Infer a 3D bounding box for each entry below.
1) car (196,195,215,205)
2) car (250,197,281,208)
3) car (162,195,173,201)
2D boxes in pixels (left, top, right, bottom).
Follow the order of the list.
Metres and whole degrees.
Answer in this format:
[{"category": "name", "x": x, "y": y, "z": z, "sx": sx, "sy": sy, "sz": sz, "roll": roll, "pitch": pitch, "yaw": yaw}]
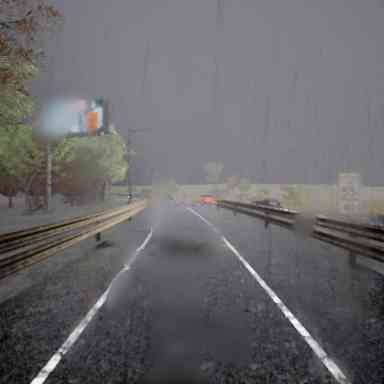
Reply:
[{"category": "car", "x": 2.332, "y": 1.279, "z": 59.096, "sx": 2.097, "sy": 1.767, "sz": 4.553, "roll": 0, "pitch": 0, "yaw": -17}, {"category": "car", "x": 8.487, "y": 1.378, "z": 39.102, "sx": 2.128, "sy": 1.511, "sz": 4.902, "roll": 0, "pitch": 0, "yaw": -17}, {"category": "car", "x": -6.522, "y": 1.455, "z": 87.874, "sx": 1.882, "sy": 1.535, "sz": 5.008, "roll": 0, "pitch": 0, "yaw": -17}]
